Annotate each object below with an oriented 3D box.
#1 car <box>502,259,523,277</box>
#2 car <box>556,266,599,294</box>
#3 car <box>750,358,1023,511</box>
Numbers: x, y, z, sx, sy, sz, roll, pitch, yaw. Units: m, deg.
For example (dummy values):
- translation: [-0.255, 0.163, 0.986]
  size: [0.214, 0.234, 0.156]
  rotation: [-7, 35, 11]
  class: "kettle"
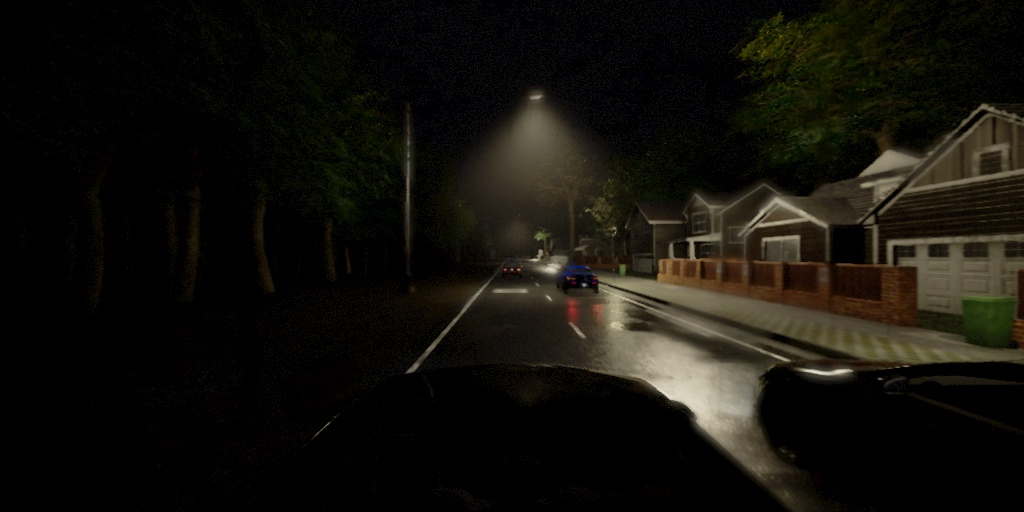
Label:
- translation: [0.013, 1.243, 33.939]
  size: [2.033, 1.411, 5.357]
  rotation: [0, 0, 0]
  class: "car"
- translation: [3.615, 1.256, 20.191]
  size: [1.812, 1.442, 4.674]
  rotation: [0, 0, 0]
  class: "car"
- translation: [3.601, 1.314, 2.202]
  size: [1.994, 1.385, 4.181]
  rotation: [0, 0, 0]
  class: "car"
